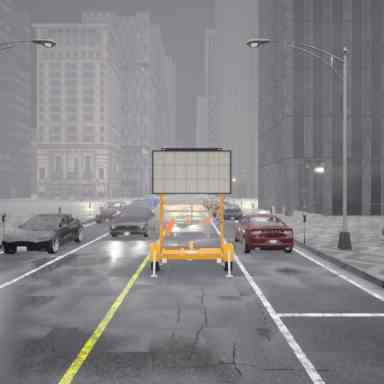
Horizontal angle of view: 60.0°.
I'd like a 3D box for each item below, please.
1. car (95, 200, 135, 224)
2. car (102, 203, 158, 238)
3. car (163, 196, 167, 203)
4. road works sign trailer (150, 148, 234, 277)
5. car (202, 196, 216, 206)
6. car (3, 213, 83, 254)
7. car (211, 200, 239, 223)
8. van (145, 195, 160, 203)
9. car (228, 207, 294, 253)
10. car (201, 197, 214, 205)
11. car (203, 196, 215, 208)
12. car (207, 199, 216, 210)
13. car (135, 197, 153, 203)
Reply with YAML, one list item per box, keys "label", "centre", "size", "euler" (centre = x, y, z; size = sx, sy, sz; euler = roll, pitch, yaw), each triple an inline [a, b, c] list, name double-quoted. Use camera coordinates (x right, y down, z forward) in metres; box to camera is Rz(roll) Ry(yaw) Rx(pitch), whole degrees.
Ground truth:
- label: "car"
  centre: [-5.785, 1.435, 24.744]
  size: [1.967, 1.590, 4.097]
  euler: [0, 0, 0]
- label: "car"
  centre: [-3.013, 1.544, 18.053]
  size: [2.033, 1.411, 5.357]
  euler: [0, 0, 0]
- label: "car"
  centre: [-5.816, 1.512, 64.232]
  size: [2.008, 1.369, 4.403]
  euler: [0, 0, 0]
- label: "road works sign trailer"
  centre: [-0.007, 0.463, 10.205]
  size: [2.380, 3.560, 2.880]
  euler: [0, 0, 0]
- label: "car"
  centre: [2.718, 1.414, 52.958]
  size: [1.967, 1.590, 4.097]
  euler: [0, 0, 0]
- label: "car"
  centre: [-5.775, 1.564, 13.463]
  size: [1.947, 1.339, 4.313]
  euler: [0, 0, 0]
- label: "car"
  centre: [2.741, 1.546, 24.754]
  size: [2.008, 1.369, 4.403]
  euler: [0, 0, 0]
- label: "van"
  centre: [-5.803, 1.320, 47.309]
  size: [1.690, 1.788, 3.998]
  euler: [0, 0, 0]
- label: "car"
  centre: [2.750, 1.543, 13.473]
  size: [1.887, 1.381, 4.507]
  euler: [0, 0, 0]
- label: "car"
  centre: [2.714, 1.518, 58.599]
  size: [2.008, 1.369, 4.403]
  euler: [0, 0, 0]
- label: "car"
  centre: [2.727, 1.509, 41.846]
  size: [1.752, 1.417, 4.829]
  euler: [0, 0, 0]
- label: "car"
  centre: [2.736, 1.558, 30.394]
  size: [1.947, 1.339, 4.313]
  euler: [0, 0, 0]
- label: "car"
  centre: [-5.793, 1.554, 36.027]
  size: [1.947, 1.339, 4.313]
  euler: [0, 0, 0]
